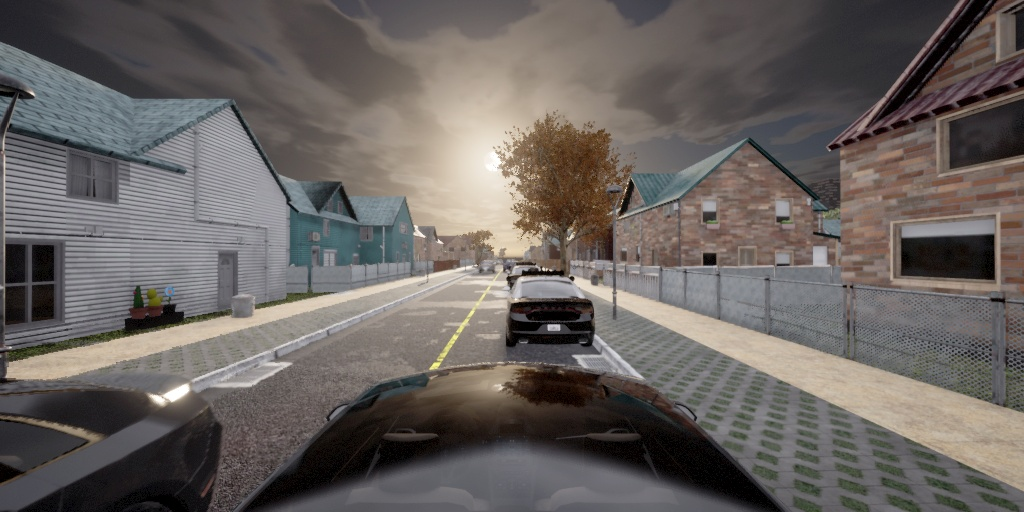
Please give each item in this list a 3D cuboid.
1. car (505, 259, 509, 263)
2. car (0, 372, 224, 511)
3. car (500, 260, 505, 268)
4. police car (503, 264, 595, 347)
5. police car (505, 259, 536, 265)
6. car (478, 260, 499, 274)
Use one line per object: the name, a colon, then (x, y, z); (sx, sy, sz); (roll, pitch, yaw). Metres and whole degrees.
car: (0.737, 1.113, 25.349); (2.097, 1.767, 4.553); (0, 0, 0)
car: (-2.843, 1.255, 0.368); (1.837, 1.490, 4.892); (0, 0, 0)
car: (-0.133, 1.213, 49.086); (2.097, 1.767, 4.553); (0, 0, 0)
police car: (0.798, 1.178, 9.489); (1.930, 1.638, 5.238); (0, 0, 0)
police car: (0.760, 1.184, 19.489); (1.930, 1.638, 5.238); (0, 0, 0)
car: (-3.003, 1.319, 43.174); (2.128, 1.511, 4.902); (0, 0, 0)
